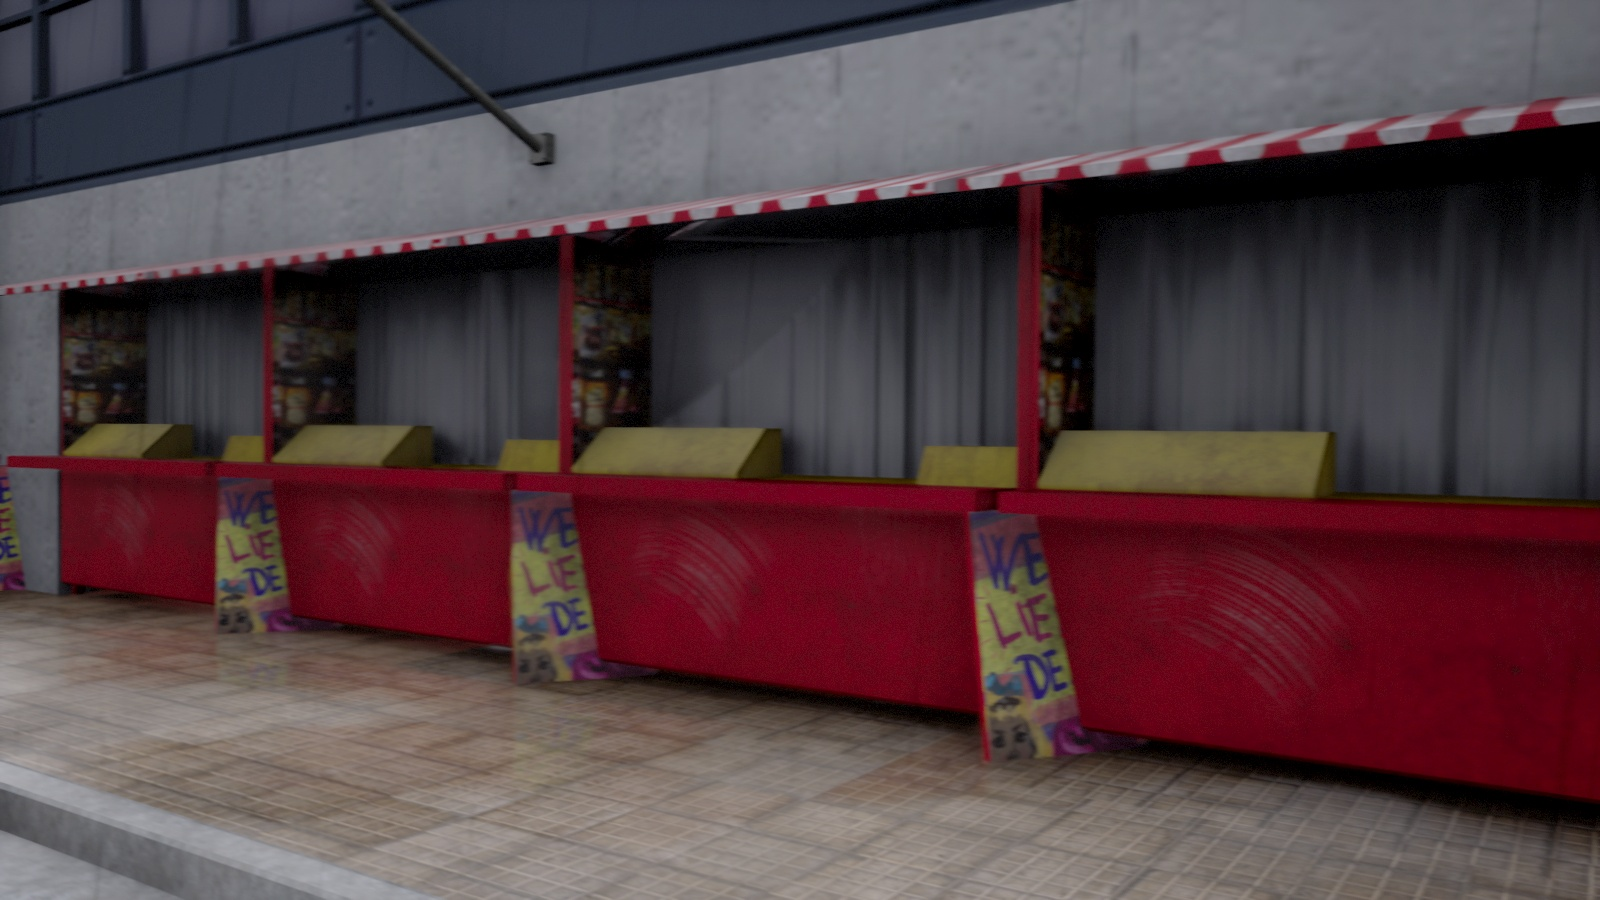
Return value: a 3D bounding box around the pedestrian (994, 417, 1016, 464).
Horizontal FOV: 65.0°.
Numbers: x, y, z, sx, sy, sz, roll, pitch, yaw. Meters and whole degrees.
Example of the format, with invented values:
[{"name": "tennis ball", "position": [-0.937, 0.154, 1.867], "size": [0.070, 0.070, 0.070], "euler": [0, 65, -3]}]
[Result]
[{"name": "pedestrian", "position": [8.430, -0.390, 51.685], "size": [0.788, 1.949, 0.423], "euler": [0, 1, 34]}]
